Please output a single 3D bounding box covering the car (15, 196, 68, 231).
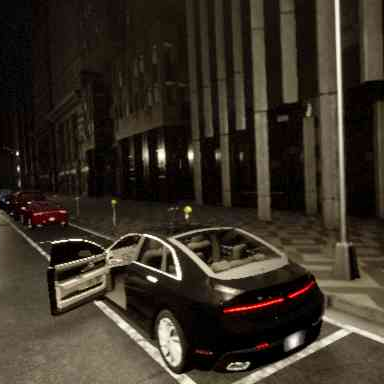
[{"bbox_3d":[-7.825,1.109,17.496,1.887,1.381,4.507,-4,3,-34],"label":"car"}]

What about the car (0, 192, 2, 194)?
[{"bbox_3d":[-17.188,0.936,31.577,1.947,1.339,4.313,-4,3,-34],"label":"car"}]

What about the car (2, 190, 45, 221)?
[{"bbox_3d":[-10.956,0.815,22.180,2.192,1.841,5.009,-4,3,-34],"label":"car"}]

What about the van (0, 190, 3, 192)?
[{"bbox_3d":[-20.318,0.647,36.260,1.690,1.788,3.998,-4,3,-34],"label":"van"}]

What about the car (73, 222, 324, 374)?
[{"bbox_3d":[-0.303,1.257,5.442,1.837,1.490,4.892,-4,3,-34],"label":"car"}]

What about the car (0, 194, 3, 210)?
[{"bbox_3d":[-14.067,1.000,26.883,1.947,1.339,4.313,-4,3,-34],"label":"car"}]
